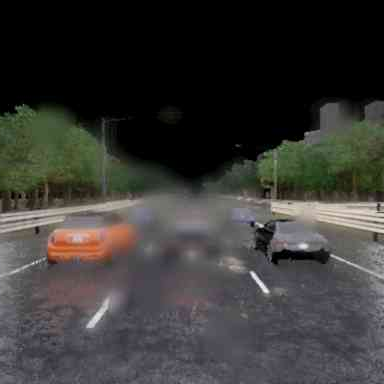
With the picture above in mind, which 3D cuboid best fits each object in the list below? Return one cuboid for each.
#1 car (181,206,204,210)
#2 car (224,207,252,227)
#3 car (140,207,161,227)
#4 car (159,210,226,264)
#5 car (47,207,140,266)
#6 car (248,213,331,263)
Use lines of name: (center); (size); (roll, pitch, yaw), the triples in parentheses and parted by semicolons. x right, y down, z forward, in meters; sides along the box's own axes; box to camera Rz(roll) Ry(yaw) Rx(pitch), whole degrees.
car: (0.040, 1.853, 27.446); (1.994, 1.385, 4.181); (0, 0, 0)
car: (3.519, 1.815, 25.155); (2.033, 1.411, 5.357); (0, -1, 0)
car: (-3.481, 1.816, 25.156); (2.033, 1.411, 5.357); (0, -1, 0)
car: (0.040, 1.643, 12.366); (1.837, 1.490, 4.892); (0, 0, 0)
car: (-3.460, 1.487, 12.259); (2.097, 1.767, 4.553); (0, -1, 0)
car: (3.544, 1.703, 12.543); (1.994, 1.385, 4.181); (0, -1, 0)
